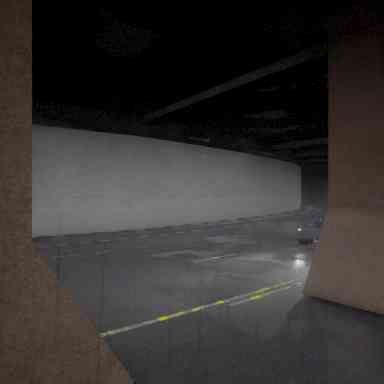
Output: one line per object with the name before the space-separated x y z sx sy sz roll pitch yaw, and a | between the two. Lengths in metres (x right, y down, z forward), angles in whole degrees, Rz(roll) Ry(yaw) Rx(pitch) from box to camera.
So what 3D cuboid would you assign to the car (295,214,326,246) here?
car | 6.350 1.601 14.412 1.895 1.301 4.718 0 0 45
